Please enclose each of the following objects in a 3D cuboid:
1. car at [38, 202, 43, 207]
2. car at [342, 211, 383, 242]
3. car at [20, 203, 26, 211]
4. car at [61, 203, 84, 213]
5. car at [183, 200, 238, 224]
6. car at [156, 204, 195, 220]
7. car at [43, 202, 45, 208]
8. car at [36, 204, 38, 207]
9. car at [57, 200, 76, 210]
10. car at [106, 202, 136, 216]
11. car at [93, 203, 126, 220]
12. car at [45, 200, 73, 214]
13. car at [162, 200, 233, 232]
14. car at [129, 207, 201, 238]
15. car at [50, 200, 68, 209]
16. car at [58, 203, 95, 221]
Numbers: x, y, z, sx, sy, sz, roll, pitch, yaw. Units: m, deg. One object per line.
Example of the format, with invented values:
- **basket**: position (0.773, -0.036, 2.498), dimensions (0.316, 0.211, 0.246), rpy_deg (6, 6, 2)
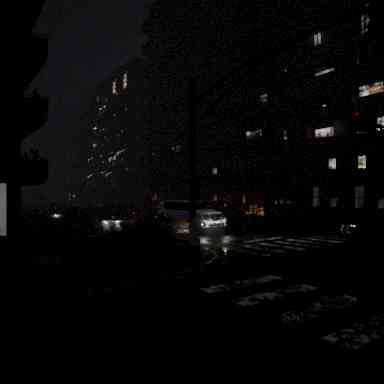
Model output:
- **car**: position (-35.037, 3.046, 80.078), dimensions (1.887, 1.381, 4.507), rpy_deg (-1, 0, -36)
- **car**: position (9.913, 1.590, 16.062), dimensions (4.902, 1.511, 2.128), rpy_deg (-1, 0, 16)
- **car**: position (-31.786, 2.768, 61.374), dimensions (1.887, 1.381, 4.507), rpy_deg (-1, 0, -36)
- **car**: position (-19.619, 2.532, 54.465), dimensions (2.033, 1.411, 5.357), rpy_deg (0, -1, -36)
- **car**: position (1.527, 1.710, 29.643), dimensions (2.192, 1.841, 5.009), rpy_deg (-1, 0, -36)
- **car**: position (-1.791, 2.042, 34.227), dimensions (1.887, 1.381, 4.507), rpy_deg (-1, 0, -36)
- **car**: position (-31.712, 2.970, 75.492), dimensions (1.947, 1.339, 4.313), rpy_deg (-1, 0, -36)
- **car**: position (-38.357, 3.165, 84.666), dimensions (1.947, 1.339, 4.313), rpy_deg (-1, 0, -36)
- **car**: position (-25.069, 2.521, 66.322), dimensions (2.192, 1.841, 5.009), rpy_deg (-1, 0, -36)
- **car**: position (-7.756, 2.127, 38.121), dimensions (1.837, 1.490, 4.892), rpy_deg (0, -1, -36)
- **car**: position (-9.242, 2.143, 34.722), dimensions (2.033, 1.411, 5.357), rpy_deg (0, -1, -36)
- **car**: position (-19.919, 2.339, 49.613), dimensions (2.097, 1.767, 4.553), rpy_deg (0, -1, -36)
- **car**: position (-0.127, 1.536, 22.146), dimensions (2.150, 2.045, 5.566), rpy_deg (0, -1, -36)
- **car**: position (-1.764, 1.831, 19.970), dimensions (1.752, 1.417, 4.829), rpy_deg (-1, 0, -36)
- **car**: position (-28.394, 2.620, 70.908), dimensions (2.192, 1.841, 5.009), rpy_deg (-1, 0, -36)
- **car**: position (-11.837, 2.162, 33.863), dimensions (1.887, 1.381, 4.507), rpy_deg (-1, 0, -36)
